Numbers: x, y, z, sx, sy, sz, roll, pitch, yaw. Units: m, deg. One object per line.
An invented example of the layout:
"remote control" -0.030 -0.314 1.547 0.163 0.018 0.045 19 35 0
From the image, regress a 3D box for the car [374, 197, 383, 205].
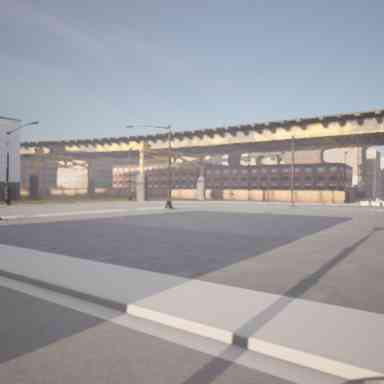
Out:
"car" 37.676 1.747 65.202 2.038 1.542 4.974 1 1 6

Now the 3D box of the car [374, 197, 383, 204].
"car" 37.682 1.589 65.252 1.853 1.218 4.536 1 1 6
